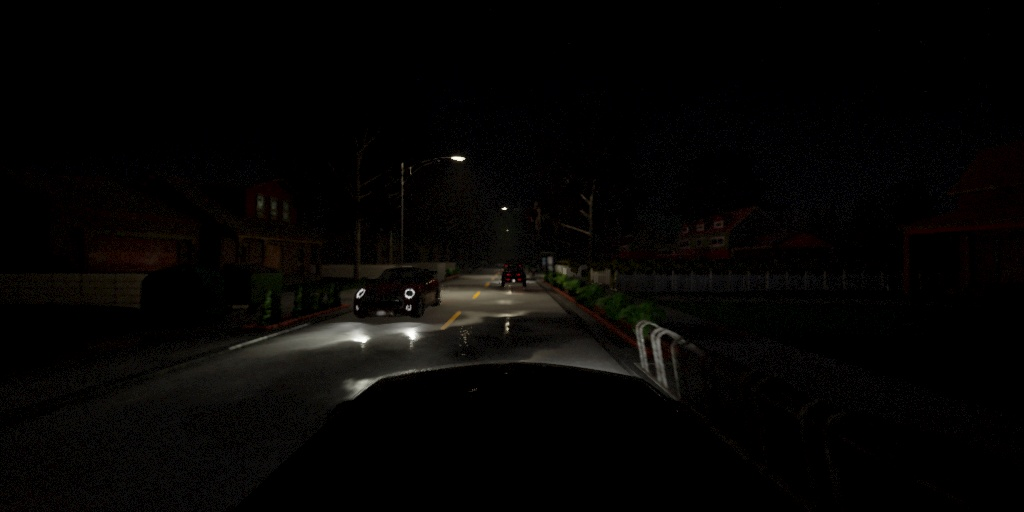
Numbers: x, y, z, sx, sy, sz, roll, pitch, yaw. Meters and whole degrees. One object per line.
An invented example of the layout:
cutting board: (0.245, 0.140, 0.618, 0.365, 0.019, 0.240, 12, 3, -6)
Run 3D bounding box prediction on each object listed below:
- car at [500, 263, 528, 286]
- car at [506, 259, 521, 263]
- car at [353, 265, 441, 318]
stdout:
car: (0.123, 1.506, 27.819, 1.837, 1.490, 4.892, 0, 0, 0)
car: (0.140, 1.377, 43.881, 2.150, 2.045, 5.566, 0, 0, 0)
car: (-4.082, 1.213, 13.439, 2.097, 1.767, 4.553, 0, 0, 0)
